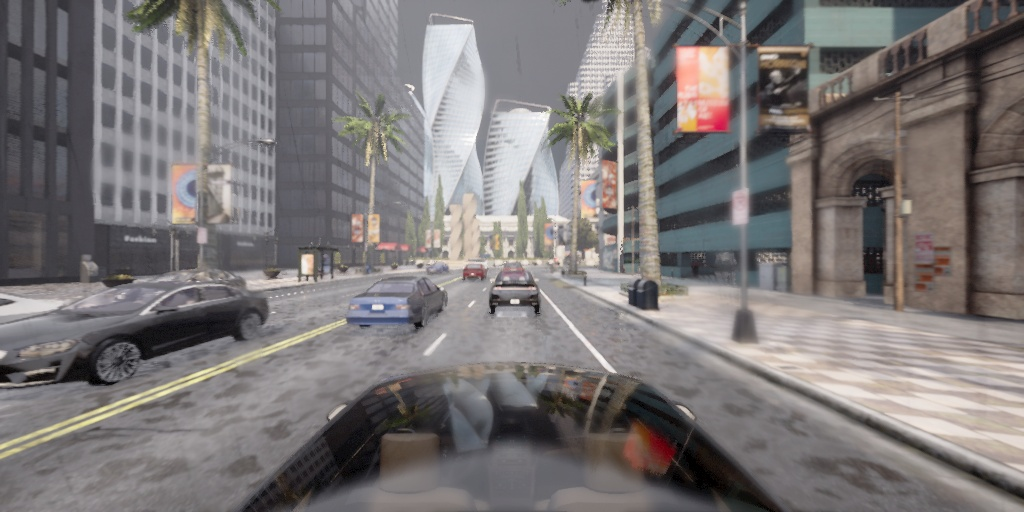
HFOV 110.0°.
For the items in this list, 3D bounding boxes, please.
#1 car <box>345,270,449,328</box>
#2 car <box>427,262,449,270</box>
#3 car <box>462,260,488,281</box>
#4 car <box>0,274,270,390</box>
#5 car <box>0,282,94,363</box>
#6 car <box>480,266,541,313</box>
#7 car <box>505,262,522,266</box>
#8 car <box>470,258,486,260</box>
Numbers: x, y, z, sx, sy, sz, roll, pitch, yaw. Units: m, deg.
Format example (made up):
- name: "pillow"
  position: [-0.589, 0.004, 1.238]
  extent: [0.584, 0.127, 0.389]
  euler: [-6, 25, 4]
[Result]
- name: "car"
  position: [-3.400, 1.360, 11.587]
  extent: [2.033, 1.411, 5.357]
  euler: [0, 0, 0]
- name: "car"
  position: [-9.710, 1.565, 47.444]
  extent: [1.812, 1.442, 4.674]
  euler: [0, 0, 10]
- name: "car"
  position: [-3.398, 1.429, 33.467]
  extent: [1.882, 1.535, 5.008]
  euler: [0, 0, 0]
- name: "car"
  position: [-7.100, 1.276, 7.138]
  extent: [2.128, 1.511, 4.902]
  euler: [0, 0, 0]
- name: "car"
  position: [-10.600, 1.302, 5.973]
  extent: [1.812, 1.442, 4.674]
  euler: [0, 0, 0]
- name: "car"
  position: [0.100, 1.322, 14.353]
  extent: [2.128, 1.511, 4.902]
  euler: [0, 0, 0]
- name: "car"
  position: [0.100, 1.292, 31.632]
  extent: [2.097, 1.767, 4.553]
  euler: [0, 0, 0]
- name: "car"
  position: [-5.255, 1.289, 51.509]
  extent: [2.150, 2.045, 5.566]
  euler: [0, -1, 16]
